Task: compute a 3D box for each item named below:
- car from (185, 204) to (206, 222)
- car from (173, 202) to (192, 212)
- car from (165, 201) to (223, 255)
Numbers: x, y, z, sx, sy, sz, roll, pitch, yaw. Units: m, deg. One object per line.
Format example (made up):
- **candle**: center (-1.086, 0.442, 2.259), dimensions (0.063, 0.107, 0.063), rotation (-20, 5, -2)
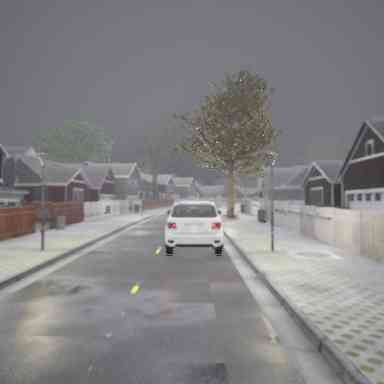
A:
- **car**: center (0.398, 1.878, 31.298), dimensions (1.812, 1.442, 4.674), rotation (0, -1, 3)
- **car**: center (-1.301, 2.108, 47.340), dimensions (1.994, 1.385, 4.181), rotation (0, -1, 7)
- **car**: center (0.087, 1.381, 14.217), dimensions (2.150, 2.045, 5.566), rotation (0, -1, 0)
